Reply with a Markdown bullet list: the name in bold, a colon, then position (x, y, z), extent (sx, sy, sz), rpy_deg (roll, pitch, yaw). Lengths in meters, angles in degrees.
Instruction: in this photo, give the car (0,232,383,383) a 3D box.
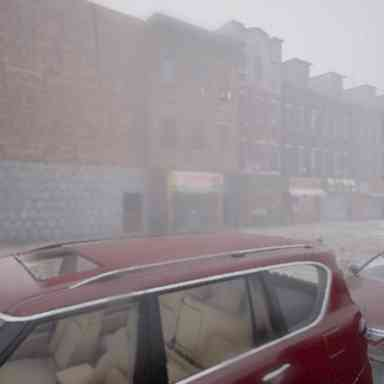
- **car**: position (-0.743, 1.321, 2.283), extent (5.009, 1.841, 2.192), rpy_deg (1, -1, -35)
